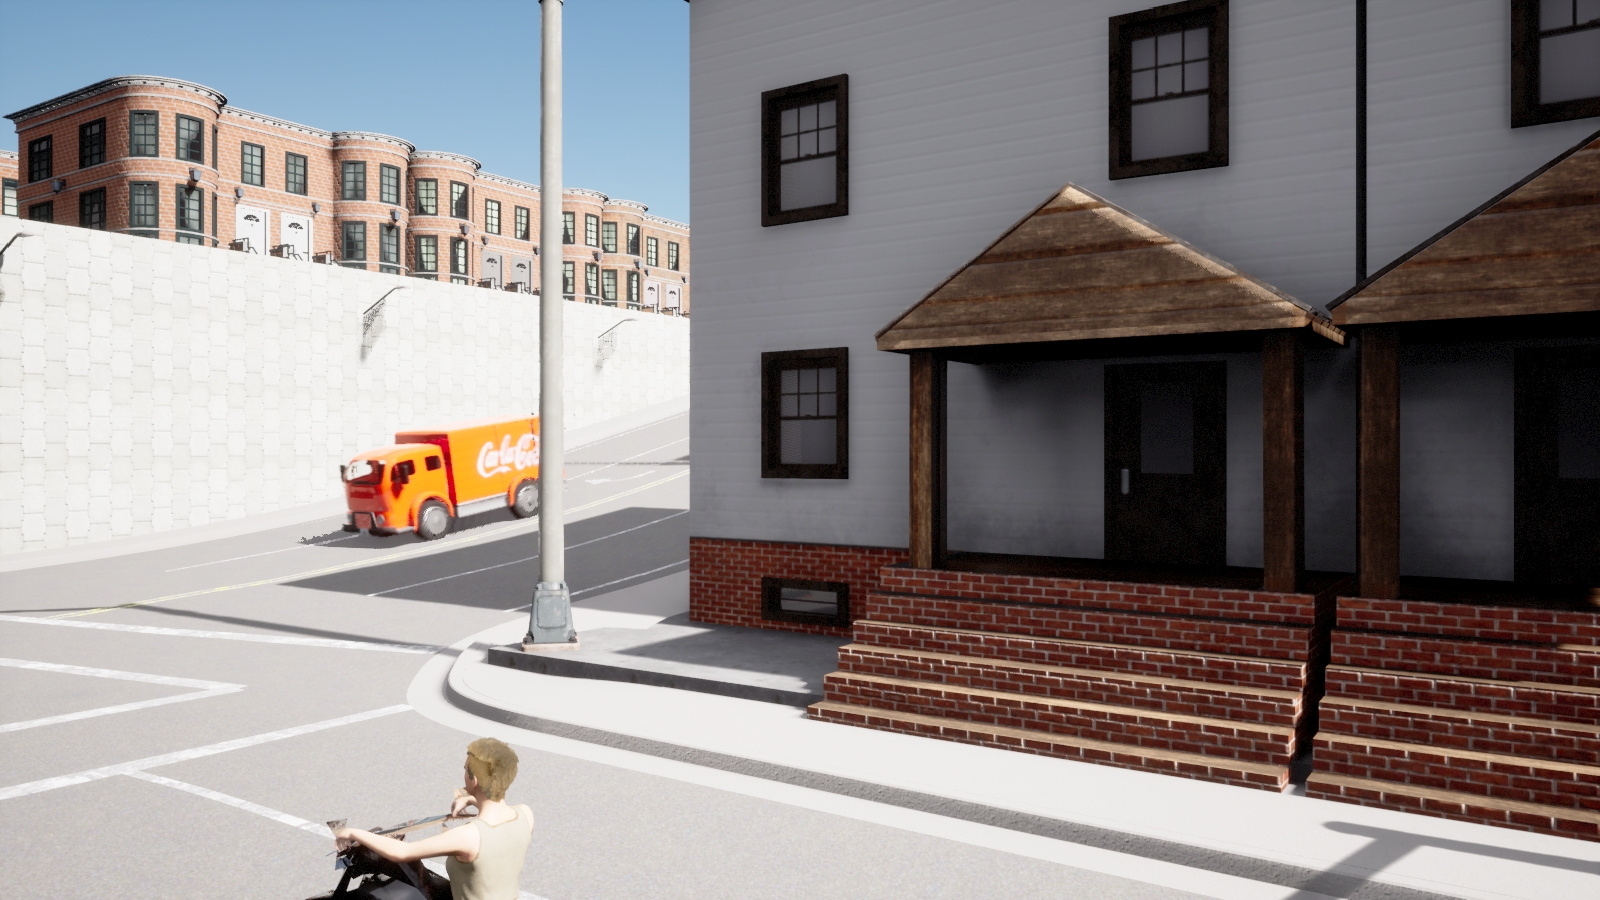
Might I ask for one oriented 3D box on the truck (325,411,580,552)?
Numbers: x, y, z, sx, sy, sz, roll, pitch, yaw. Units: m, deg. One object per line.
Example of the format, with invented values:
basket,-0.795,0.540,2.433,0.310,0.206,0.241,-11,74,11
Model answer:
truck,-8.328,0.630,27.961,2.627,2.467,5.204,0,9,35
